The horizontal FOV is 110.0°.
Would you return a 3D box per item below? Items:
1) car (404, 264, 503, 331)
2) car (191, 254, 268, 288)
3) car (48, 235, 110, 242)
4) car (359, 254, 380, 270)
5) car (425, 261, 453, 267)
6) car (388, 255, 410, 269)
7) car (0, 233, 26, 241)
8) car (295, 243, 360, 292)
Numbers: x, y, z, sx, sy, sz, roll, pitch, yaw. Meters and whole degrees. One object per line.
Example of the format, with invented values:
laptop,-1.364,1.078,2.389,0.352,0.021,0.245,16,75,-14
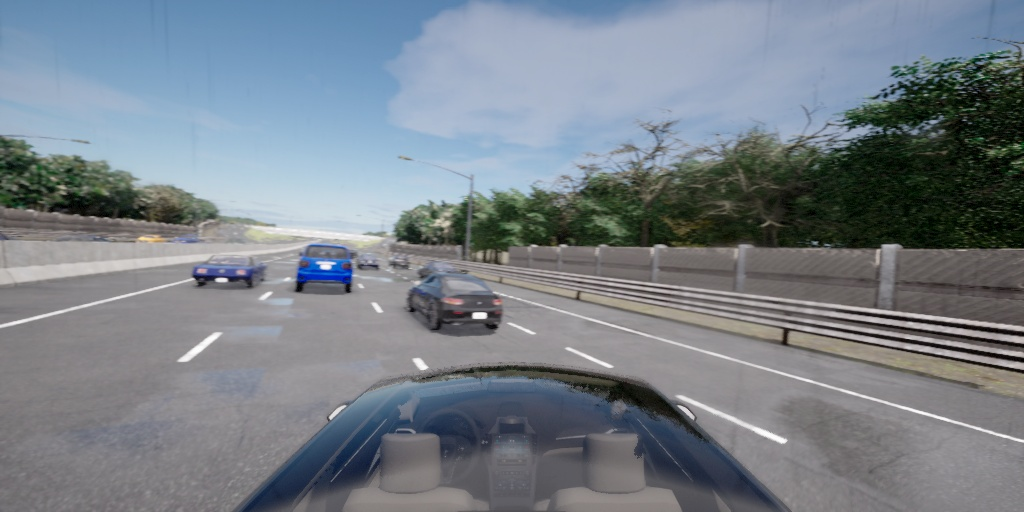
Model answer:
car,-1.813,1.214,10.688,1.812,1.442,4.674,4,-1,-27
car,-12.095,0.583,15.738,1.895,1.301,4.718,4,0,-27
car,-27.699,-0.593,23.011,1.837,1.490,4.892,4,-1,-27
car,-14.105,0.528,35.053,2.033,1.411,5.357,4,0,-27
car,-5.315,1.098,25.591,2.033,1.411,5.357,4,-1,-28
car,-12.641,0.616,40.167,2.128,1.511,4.902,4,0,-27
car,-30.093,-0.748,19.983,2.033,1.411,5.357,4,0,-27
car,-8.650,0.461,16.723,2.150,2.045,5.566,4,-1,-27
